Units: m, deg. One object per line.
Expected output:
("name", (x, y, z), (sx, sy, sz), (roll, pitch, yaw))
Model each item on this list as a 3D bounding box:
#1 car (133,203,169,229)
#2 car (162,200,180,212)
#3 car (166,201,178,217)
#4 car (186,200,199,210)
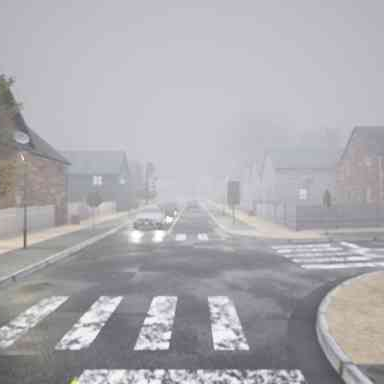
("car", (-2.847, 1.699, 23.075), (1.812, 1.442, 4.674), (0, -1, 0))
("car", (-2.832, 1.890, 45.844), (2.033, 1.411, 5.357), (0, 0, 1))
("car", (-2.845, 1.823, 34.514), (1.994, 1.385, 4.181), (0, 0, 0))
("car", (0.105, 1.921, 49.906), (2.033, 1.411, 5.357), (0, 0, 0))
